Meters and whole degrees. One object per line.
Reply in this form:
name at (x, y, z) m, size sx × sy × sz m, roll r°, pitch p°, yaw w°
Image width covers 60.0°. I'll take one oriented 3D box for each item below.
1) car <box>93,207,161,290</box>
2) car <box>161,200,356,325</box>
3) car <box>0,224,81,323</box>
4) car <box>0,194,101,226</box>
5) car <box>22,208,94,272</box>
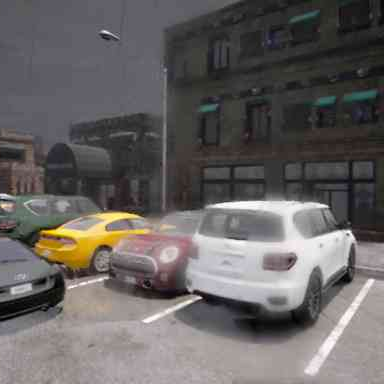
car at (-0.040, 1.311, 9.022) m, size 2.185 × 1.767 × 4.553 m, roll 1°, pitch 0°, yaw 36°
car at (2.105, 1.208, 7.489) m, size 2.435 × 2.045 × 5.566 m, roll 1°, pitch 0°, yaw 36°
car at (-4.364, 1.502, 6.491) m, size 4.181 × 1.385 × 1.994 m, roll 1°, pitch 0°, yaw 36°
car at (-4.631, 1.135, 12.295) m, size 2.435 × 2.045 × 5.566 m, roll 1°, pitch 0°, yaw 36°
car at (-2.306, 1.412, 10.594) m, size 2.097 × 1.535 × 5.008 m, roll 1°, pitch 0°, yaw 36°
